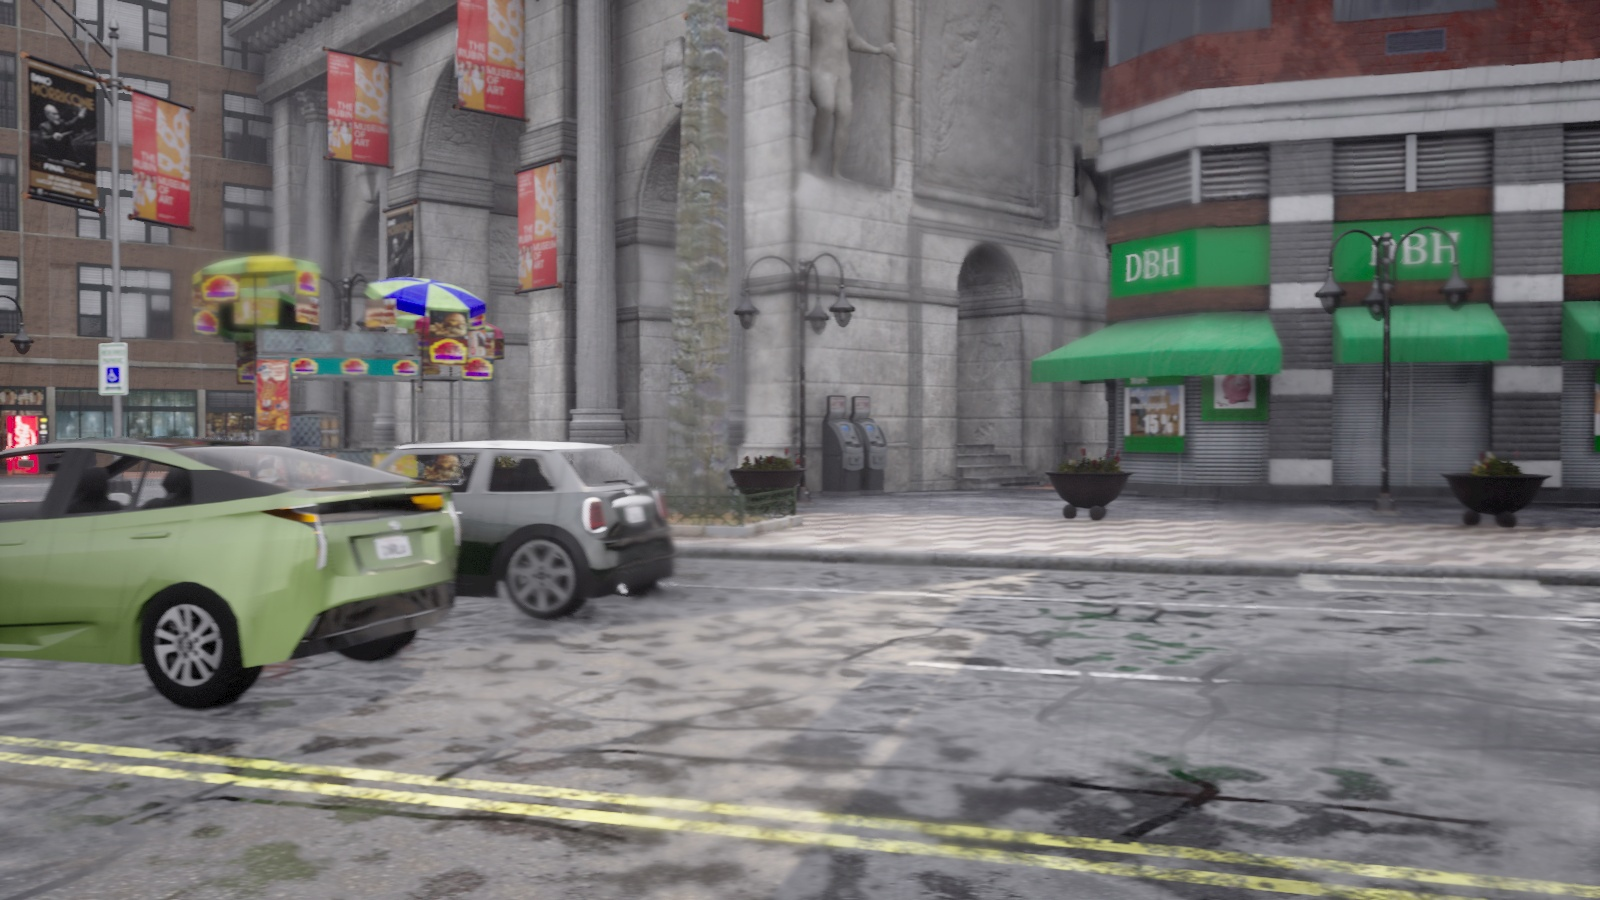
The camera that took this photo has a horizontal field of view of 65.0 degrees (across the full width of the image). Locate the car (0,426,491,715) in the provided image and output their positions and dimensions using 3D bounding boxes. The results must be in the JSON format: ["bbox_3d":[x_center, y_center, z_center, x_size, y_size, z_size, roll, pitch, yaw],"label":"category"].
[{"bbox_3d":[-4.565,0.611,8.312,4.514,1.525,2.007,1,1,18],"label":"car"}]

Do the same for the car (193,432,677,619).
[{"bbox_3d":[-3.280,0.584,11.526,3.806,1.475,1.970,1,1,17],"label":"car"}]
